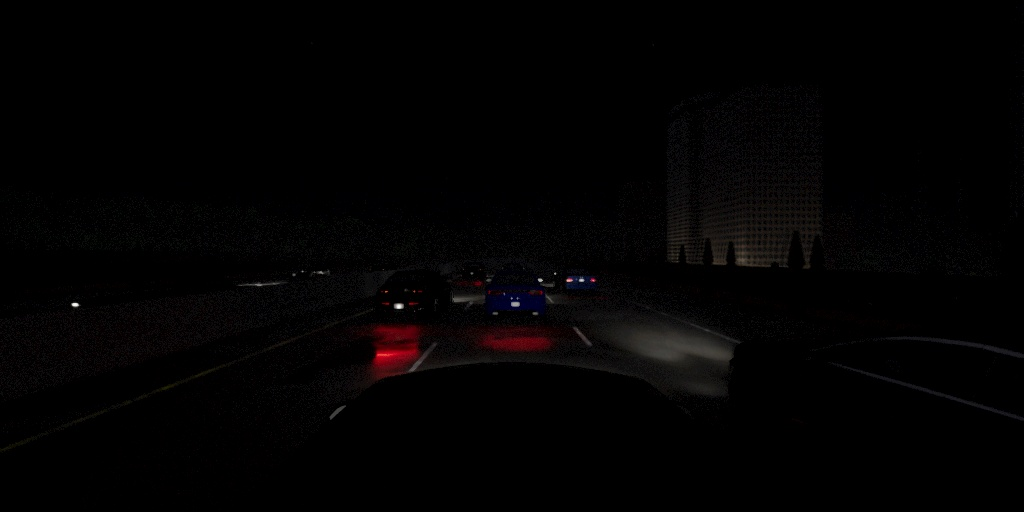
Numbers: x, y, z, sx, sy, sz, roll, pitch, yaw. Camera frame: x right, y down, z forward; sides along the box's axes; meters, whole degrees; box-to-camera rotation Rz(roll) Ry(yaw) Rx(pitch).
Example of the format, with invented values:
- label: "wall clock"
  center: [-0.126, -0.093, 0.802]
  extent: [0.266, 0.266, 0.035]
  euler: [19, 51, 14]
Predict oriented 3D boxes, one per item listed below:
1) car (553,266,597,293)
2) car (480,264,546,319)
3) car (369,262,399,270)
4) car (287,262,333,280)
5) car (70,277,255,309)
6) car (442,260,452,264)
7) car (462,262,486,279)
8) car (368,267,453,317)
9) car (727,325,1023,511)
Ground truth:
- label: "car"
  center: [3.601, 1.309, 21.051]
  extent: [2.033, 1.411, 5.357]
  euler: [0, 0, 0]
- label: "car"
  center: [0.100, 1.232, 12.774]
  extent: [1.882, 1.535, 5.008]
  euler: [0, 0, 0]
- label: "car"
  center: [-14.052, 1.325, 39.822]
  extent: [2.033, 1.411, 5.357]
  euler: [0, 0, 1]
- label: "car"
  center: [-17.584, 1.262, 31.400]
  extent: [2.128, 1.511, 4.902]
  euler: [0, 0, 0]
- label: "car"
  center: [-10.598, 1.355, 11.434]
  extent: [1.895, 1.301, 4.718]
  euler: [0, 0, 0]
- label: "car"
  center: [-10.545, 1.359, 59.444]
  extent: [1.994, 1.385, 4.181]
  euler: [0, 0, -1]
- label: "car"
  center: [-3.411, 1.297, 32.735]
  extent: [1.812, 1.442, 4.674]
  euler: [0, 0, 0]
- label: "car"
  center: [-3.399, 1.260, 13.199]
  extent: [1.837, 1.490, 4.892]
  euler: [0, 0, 0]
- label: "car"
  center: [3.599, 1.242, 2.519]
  extent: [2.128, 1.511, 4.902]
  euler: [0, 0, 0]
